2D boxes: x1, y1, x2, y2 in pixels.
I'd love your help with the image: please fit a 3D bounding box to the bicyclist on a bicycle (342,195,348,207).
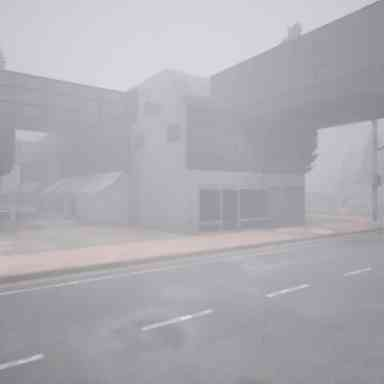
[{"bbox_3d":[21.644,1.282,46.964,1.656,1.620,0.582,0,0,-36],"label":"bicyclist on a bicycle"}]
